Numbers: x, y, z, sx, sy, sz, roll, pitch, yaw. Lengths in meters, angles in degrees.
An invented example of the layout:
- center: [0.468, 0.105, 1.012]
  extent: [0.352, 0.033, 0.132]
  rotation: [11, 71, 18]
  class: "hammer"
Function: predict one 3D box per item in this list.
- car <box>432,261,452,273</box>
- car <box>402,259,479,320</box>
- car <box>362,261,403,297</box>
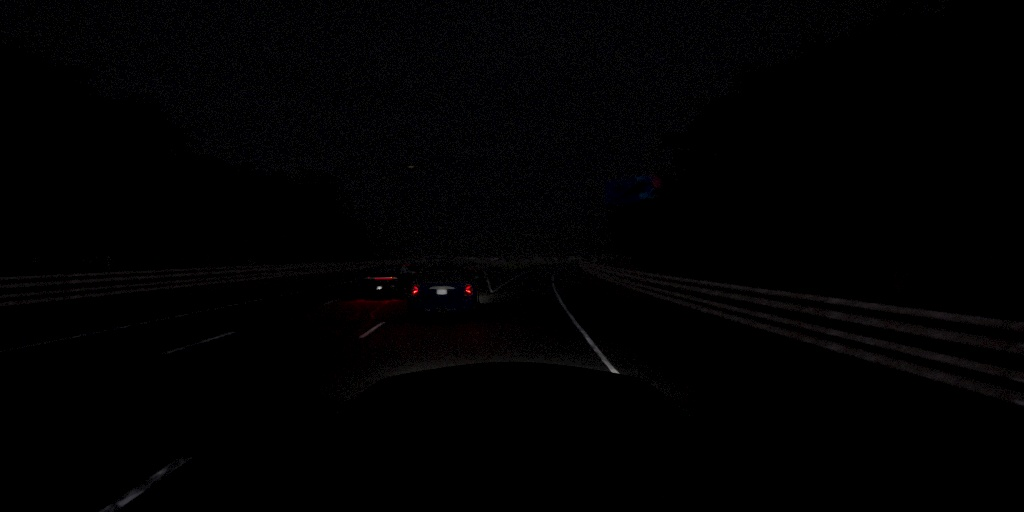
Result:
- center: [-8.515, 1.308, 43.743]
  extent: [1.994, 1.385, 4.181]
  rotation: [0, 0, -6]
  class: "car"
- center: [-2.272, 1.088, 12.793]
  extent: [2.097, 1.767, 4.553]
  rotation: [0, 0, -5]
  class: "car"
- center: [-6.192, 1.220, 18.560]
  extent: [2.128, 1.511, 4.902]
  rotation: [0, 0, -5]
  class: "car"
